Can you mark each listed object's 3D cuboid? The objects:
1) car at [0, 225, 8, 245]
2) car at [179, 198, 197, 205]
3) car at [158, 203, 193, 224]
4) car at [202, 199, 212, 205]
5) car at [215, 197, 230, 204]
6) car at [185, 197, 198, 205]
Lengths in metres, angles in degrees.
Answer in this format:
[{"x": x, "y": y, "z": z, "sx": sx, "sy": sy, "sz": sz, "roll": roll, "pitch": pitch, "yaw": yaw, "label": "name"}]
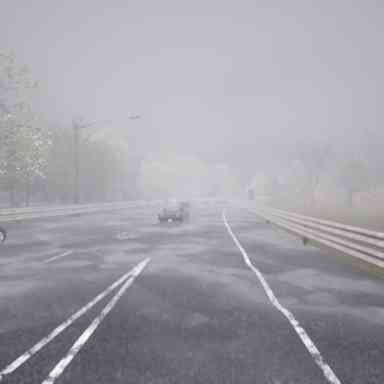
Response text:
[{"x": -10.067, "y": 1.762, "z": 14.293, "sx": 1.837, "sy": 1.490, "sz": 4.892, "roll": -1, "pitch": -1, "yaw": 7, "label": "car"}, {"x": -0.968, "y": 2.015, "z": 53.261, "sx": 1.837, "sy": 1.490, "sz": 4.892, "roll": -1, "pitch": -1, "yaw": 10, "label": "car"}, {"x": -1.369, "y": 1.866, "z": 27.514, "sx": 1.895, "sy": 1.301, "sz": 4.718, "roll": -1, "pitch": -1, "yaw": 8, "label": "car"}, {"x": 3.503, "y": 2.239, "z": 77.484, "sx": 1.994, "sy": 1.385, "sz": 4.181, "roll": -1, "pitch": -1, "yaw": 12, "label": "car"}, {"x": 7.130, "y": 2.192, "z": 77.760, "sx": 1.994, "sy": 1.385, "sz": 4.181, "roll": -1, "pitch": -1, "yaw": 12, "label": "car"}, {"x": -0.134, "y": 2.089, "z": 77.159, "sx": 2.097, "sy": 1.767, "sz": 4.553, "roll": -1, "pitch": -1, "yaw": 12, "label": "car"}]
